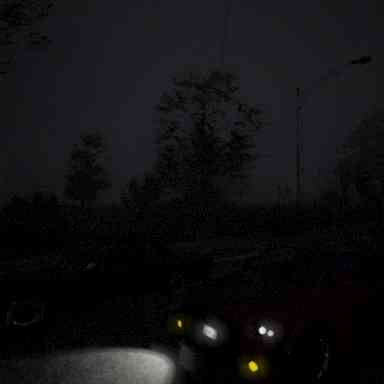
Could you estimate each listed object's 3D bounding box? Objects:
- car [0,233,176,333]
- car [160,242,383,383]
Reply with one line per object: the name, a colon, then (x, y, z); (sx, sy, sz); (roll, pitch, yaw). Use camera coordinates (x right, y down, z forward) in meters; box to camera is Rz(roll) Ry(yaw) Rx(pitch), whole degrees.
car: (-1.912, 1.599, 6.927); (4.718, 1.301, 1.895); (0, 0, -36)
car: (1.847, 1.561, 5.309); (4.181, 1.385, 1.994); (0, 0, -35)
